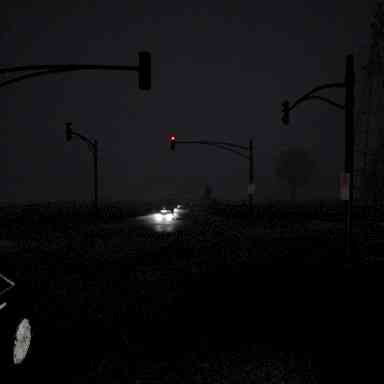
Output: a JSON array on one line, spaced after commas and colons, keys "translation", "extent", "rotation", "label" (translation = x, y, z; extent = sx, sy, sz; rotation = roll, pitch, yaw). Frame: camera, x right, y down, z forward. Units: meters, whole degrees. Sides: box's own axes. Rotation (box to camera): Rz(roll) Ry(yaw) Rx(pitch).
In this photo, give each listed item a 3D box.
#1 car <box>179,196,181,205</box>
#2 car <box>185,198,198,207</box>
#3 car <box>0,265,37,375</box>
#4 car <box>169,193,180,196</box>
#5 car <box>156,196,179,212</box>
[{"translation": [-3.013, 1.595, 47.476], "extent": [1.895, 1.301, 4.718], "rotation": [0, 0, 0], "label": "car"}, {"translation": [-0.087, 1.595, 51.854], "extent": [1.895, 1.301, 4.718], "rotation": [0, 0, 0], "label": "car"}, {"translation": [-2.943, 1.503, 2.787], "extent": [1.837, 1.490, 4.892], "rotation": [1, 0, -4], "label": "car"}, {"translation": [-3.060, 1.217, 57.828], "extent": [2.150, 2.045, 5.566], "rotation": [0, 0, 0], "label": "car"}, {"translation": [-2.961, 1.486, 37.661], "extent": [2.128, 1.511, 4.902], "rotation": [0, 0, -1], "label": "car"}]
